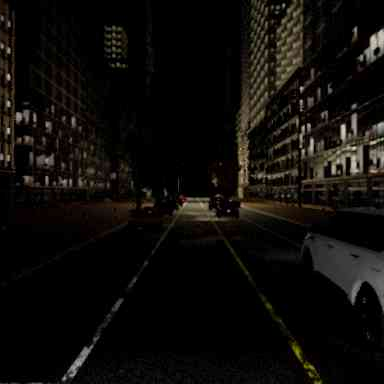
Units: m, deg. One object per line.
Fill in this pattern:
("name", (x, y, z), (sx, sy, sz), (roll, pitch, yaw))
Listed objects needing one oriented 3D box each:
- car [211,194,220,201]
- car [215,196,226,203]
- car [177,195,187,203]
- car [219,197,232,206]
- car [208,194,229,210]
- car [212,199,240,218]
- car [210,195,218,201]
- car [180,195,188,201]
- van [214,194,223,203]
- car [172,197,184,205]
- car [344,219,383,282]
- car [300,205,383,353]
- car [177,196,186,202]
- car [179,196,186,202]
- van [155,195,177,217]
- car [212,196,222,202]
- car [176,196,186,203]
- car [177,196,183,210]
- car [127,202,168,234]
("car", (6.088, 1.440, 87.392), (2.192, 1.841, 5.009), (0, 0, 0))
("car", (6.007, 1.652, 70.388), (1.887, 1.381, 4.507), (0, 0, 0))
("car", (-2.452, 1.362, 53.425), (2.192, 1.841, 5.009), (0, 0, 0))
("car", (5.954, 1.639, 59.052), (1.887, 1.381, 4.507), (0, 0, 0))
("car", (3.213, 1.414, 43.075), (2.097, 1.767, 4.553), (0, 0, 1))
("car", (3.175, 1.612, 30.653), (1.994, 1.385, 4.181), (0, 0, 1))
("car", (6.115, 1.657, 93.230), (1.752, 1.417, 4.829), (0, 0, 0))
("car", (-2.266, 1.656, 93.100), (1.947, 1.339, 4.313), (0, 0, 0))
("van", (6.035, 1.455, 76.056), (1.690, 1.788, 3.998), (0, 0, 0))
("car", (-2.427, 1.578, 58.923), (1.752, 1.417, 4.829), (0, 0, 0))
("car", (5.716, 1.562, 8.211), (1.752, 1.417, 4.829), (0, 0, 0))
("car", (3.680, 1.248, 6.225), (2.150, 2.045, 5.566), (0, 0, 5))
("car", (-2.346, 1.638, 76.096), (1.947, 1.339, 4.313), (0, 0, 0))
("car", (-2.320, 1.604, 81.594), (1.752, 1.417, 4.829), (0, 0, 0))
("van", (-2.558, 1.362, 30.754), (1.690, 1.788, 3.998), (0, 0, 0))
("car", (6.061, 1.670, 81.724), (2.008, 1.369, 4.403), (0, 0, 0))
("car", (-2.373, 1.611, 70.429), (1.887, 1.381, 4.507), (0, 0, 0))
("car", (-2.506, 1.584, 42.089), (2.008, 1.369, 4.403), (0, 0, 0))
("car", (-2.613, 1.533, 19.247), (1.752, 1.417, 4.829), (0, 0, 0))
